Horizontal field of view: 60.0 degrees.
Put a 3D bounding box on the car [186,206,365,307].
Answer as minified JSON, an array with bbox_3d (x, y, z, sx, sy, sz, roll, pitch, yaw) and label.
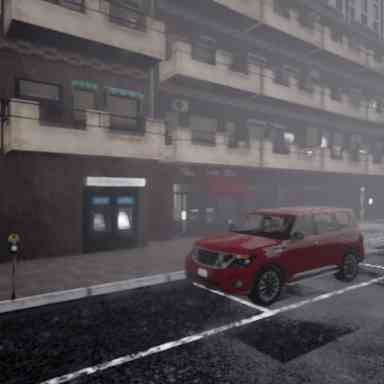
[{"bbox_3d":[2.269,1.308,8.183,5.009,1.841,2.192,0,0,-36],"label":"car"}]
